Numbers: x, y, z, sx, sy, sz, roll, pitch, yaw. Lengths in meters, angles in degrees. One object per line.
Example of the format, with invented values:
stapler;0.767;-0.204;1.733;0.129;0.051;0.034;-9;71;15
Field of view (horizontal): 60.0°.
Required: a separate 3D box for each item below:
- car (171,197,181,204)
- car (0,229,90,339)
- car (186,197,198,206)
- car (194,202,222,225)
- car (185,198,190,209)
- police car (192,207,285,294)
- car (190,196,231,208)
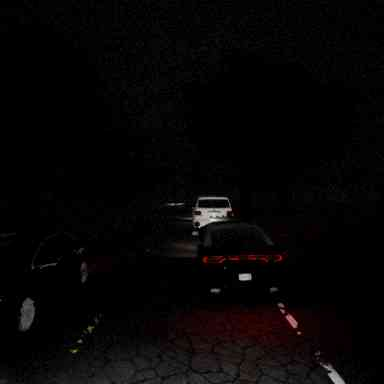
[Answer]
car;-3.354;1.787;71.045;1.895;1.301;4.718;-1;0;0
car;-3.602;1.614;6.900;1.837;1.490;4.892;-1;0;0
car;0.062;1.662;58.698;1.994;1.385;4.181;-1;0;0
car;1.099;1.520;25.001;1.837;1.490;4.892;-1;-1;0
car;0.078;1.584;45.175;1.994;1.385;4.181;0;0;1
police car;1.042;1.450;9.090;1.930;1.638;5.238;-1;0;0
car;1.090;1.219;19.019;2.150;2.045;5.566;0;0;0
